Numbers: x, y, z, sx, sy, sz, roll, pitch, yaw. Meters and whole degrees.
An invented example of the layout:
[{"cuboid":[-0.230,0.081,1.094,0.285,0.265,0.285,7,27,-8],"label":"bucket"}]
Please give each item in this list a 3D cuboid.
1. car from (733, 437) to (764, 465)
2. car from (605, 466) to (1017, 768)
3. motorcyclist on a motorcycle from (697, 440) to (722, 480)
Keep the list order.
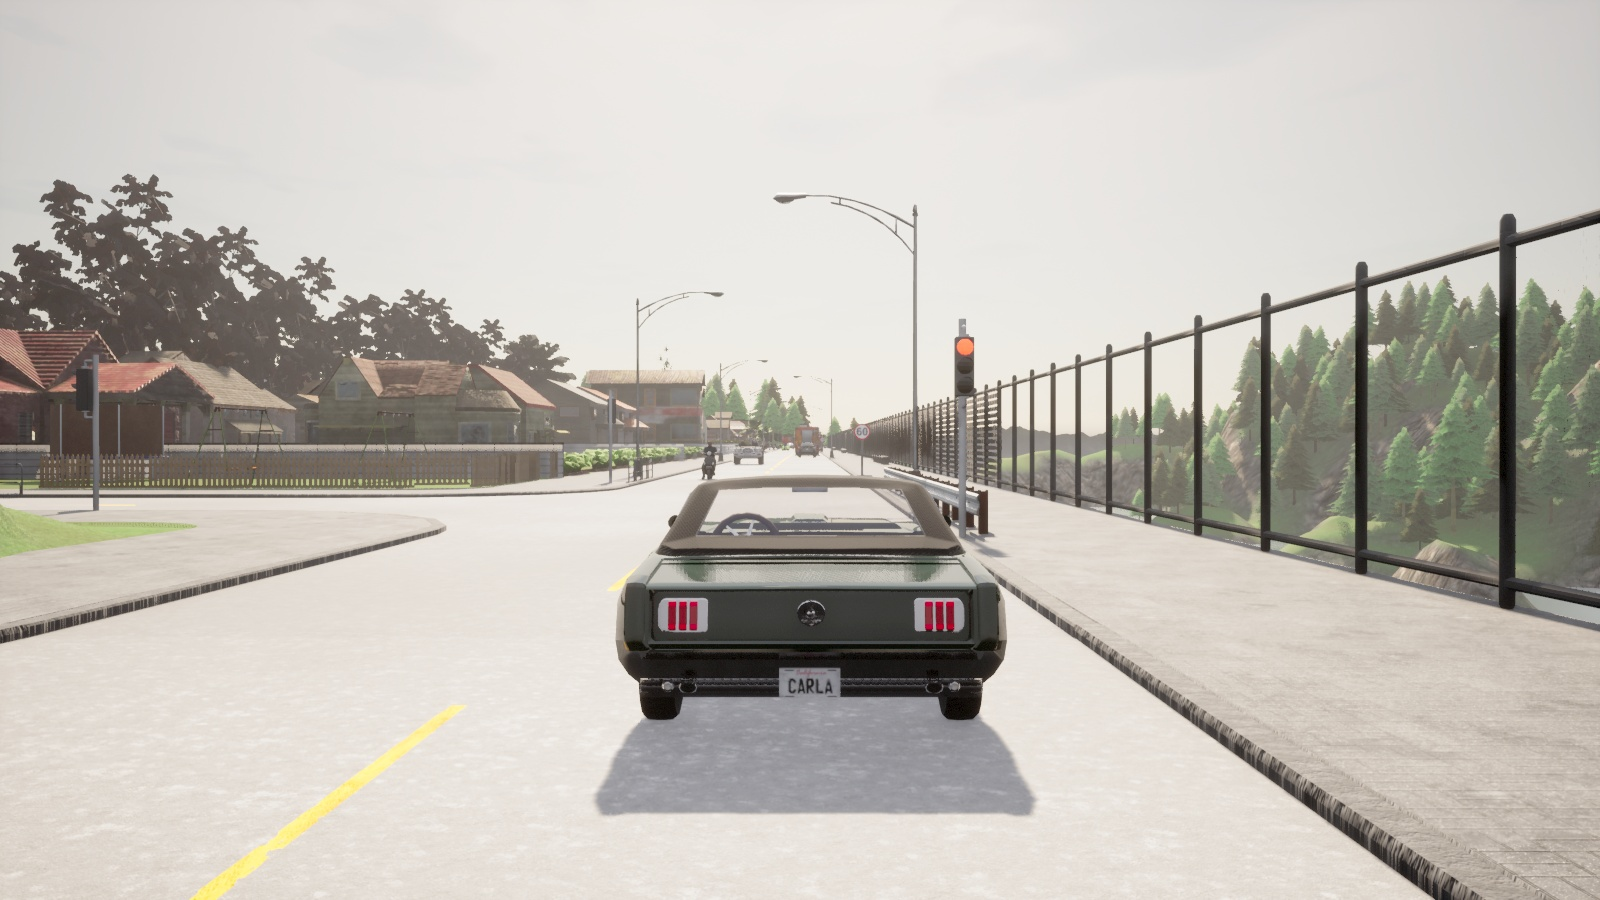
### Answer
[{"cuboid":[-3.490,0.075,86.031,1.932,1.855,4.605,0,0,0],"label":"car"},{"cuboid":[0.062,0.801,8.138,1.895,1.301,4.718,0,0,0],"label":"car"},{"cuboid":[-3.688,0.407,51.439,0.866,1.590,1.817,0,0,0],"label":"motorcyclist on a motorcycle"}]
